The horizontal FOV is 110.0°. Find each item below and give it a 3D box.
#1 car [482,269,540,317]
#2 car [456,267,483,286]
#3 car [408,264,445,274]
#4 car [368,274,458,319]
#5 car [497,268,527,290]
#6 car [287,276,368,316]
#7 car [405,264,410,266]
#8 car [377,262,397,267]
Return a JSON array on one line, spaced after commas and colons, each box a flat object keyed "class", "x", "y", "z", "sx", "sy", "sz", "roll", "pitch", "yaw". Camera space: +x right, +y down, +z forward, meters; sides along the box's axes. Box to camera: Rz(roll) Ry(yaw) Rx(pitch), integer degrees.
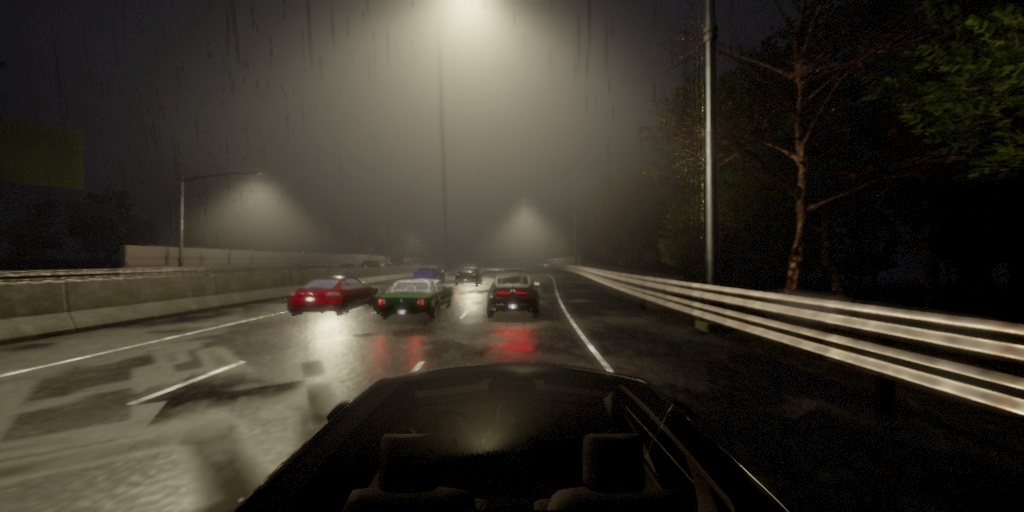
[{"class": "car", "x": 0.046, "y": 1.424, "z": 14.039, "sx": 1.837, "sy": 1.490, "sz": 4.892, "roll": 0, "pitch": -1, "yaw": 0}, {"class": "car", "x": -3.454, "y": 1.625, "z": 29.148, "sx": 2.128, "sy": 1.511, "sz": 4.902, "roll": 0, "pitch": -1, "yaw": 0}, {"class": "car", "x": -6.946, "y": 1.629, "z": 30.400, "sx": 1.882, "sy": 1.535, "sz": 5.008, "roll": 0, "pitch": 0, "yaw": 0}, {"class": "car", "x": -3.458, "y": 1.514, "z": 13.546, "sx": 1.895, "sy": 1.301, "sz": 4.718, "roll": 0, "pitch": -1, "yaw": 0}, {"class": "car", "x": 0.027, "y": 1.650, "z": 26.983, "sx": 2.033, "sy": 1.411, "sz": 5.357, "roll": 0, "pitch": -1, "yaw": 1}, {"class": "car", "x": -6.952, "y": 1.490, "z": 14.396, "sx": 1.994, "sy": 1.385, "sz": 4.181, "roll": 0, "pitch": -1, "yaw": 1}, {"class": "car", "x": -17.529, "y": 2.100, "z": 62.003, "sx": 1.882, "sy": 1.535, "sz": 5.008, "roll": 0, "pitch": -1, "yaw": 1}, {"class": "car", "x": -21.022, "y": 2.097, "z": 61.846, "sx": 1.882, "sy": 1.535, "sz": 5.008, "roll": 0, "pitch": -1, "yaw": 1}]
